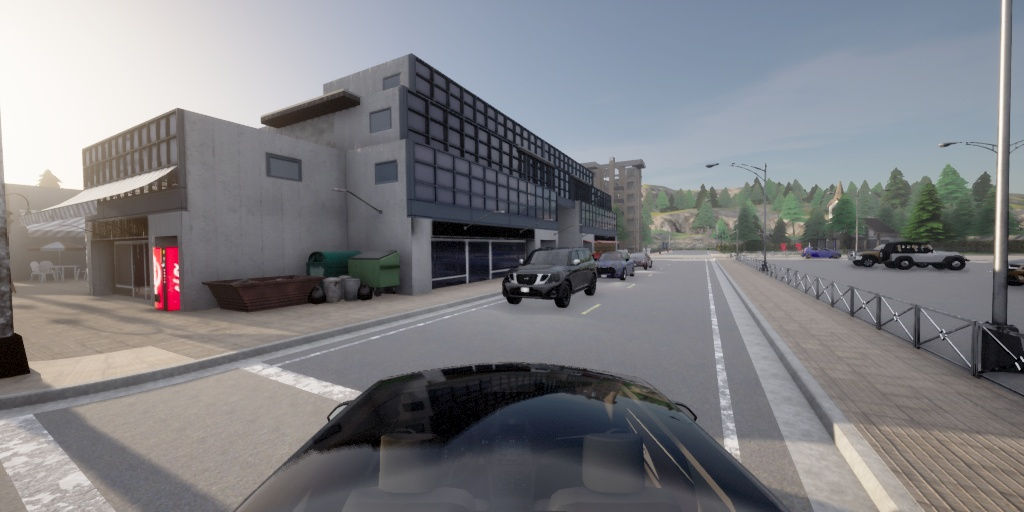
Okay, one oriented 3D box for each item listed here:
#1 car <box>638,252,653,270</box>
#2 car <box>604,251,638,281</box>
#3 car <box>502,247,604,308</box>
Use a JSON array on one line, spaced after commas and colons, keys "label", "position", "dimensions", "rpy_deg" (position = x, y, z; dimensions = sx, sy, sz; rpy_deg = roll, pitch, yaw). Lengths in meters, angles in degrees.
[{"label": "car", "position": [11.207, 0.394, 31.701], "dimensions": [1.812, 1.442, 4.674], "rpy_deg": [0, 2, 28]}, {"label": "car", "position": [6.367, 0.513, 22.686], "dimensions": [2.097, 1.767, 4.553], "rpy_deg": [0, 2, 28]}, {"label": "car", "position": [1.718, 0.665, 14.018], "dimensions": [2.150, 2.045, 5.566], "rpy_deg": [0, 2, 28]}]
